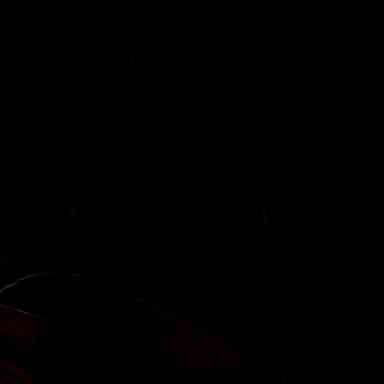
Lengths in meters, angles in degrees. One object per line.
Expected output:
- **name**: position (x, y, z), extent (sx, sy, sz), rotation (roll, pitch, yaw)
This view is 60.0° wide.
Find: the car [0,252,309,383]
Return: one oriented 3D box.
- **car**: position (-1.124, 1.506, 4.039), extent (4.792, 1.488, 2.163), rotation (0, 0, 35)
